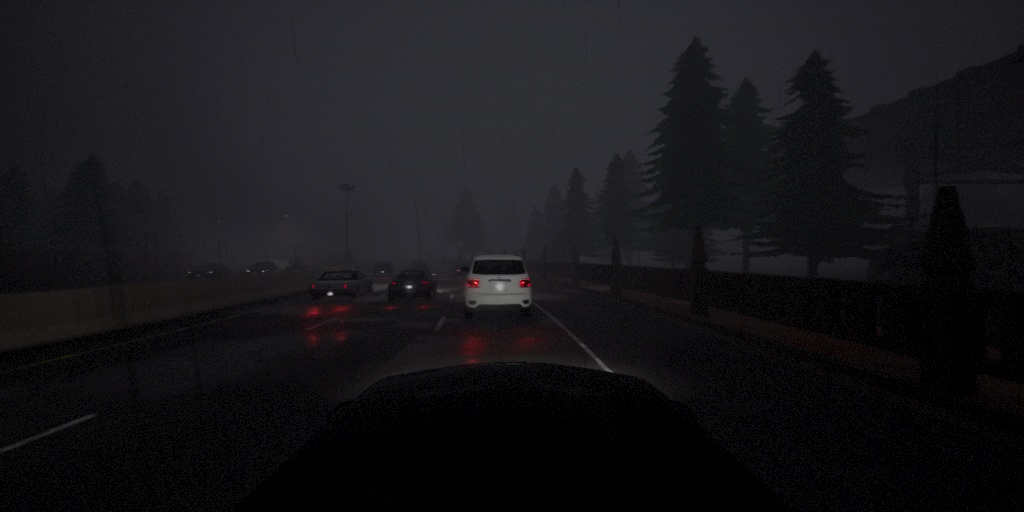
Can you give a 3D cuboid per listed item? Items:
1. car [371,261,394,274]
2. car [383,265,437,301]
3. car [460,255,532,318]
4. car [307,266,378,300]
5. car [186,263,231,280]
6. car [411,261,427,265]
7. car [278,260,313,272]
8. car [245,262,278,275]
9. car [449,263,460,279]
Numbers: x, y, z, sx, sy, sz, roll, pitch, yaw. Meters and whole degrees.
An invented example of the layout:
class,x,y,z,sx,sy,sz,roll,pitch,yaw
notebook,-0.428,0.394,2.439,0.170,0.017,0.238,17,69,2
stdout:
class,x,y,z,sx,sy,sz,roll,pitch,yaw
car,-13.281,1.283,36.834,1.837,1.490,4.892,0,0,-20
car,-4.775,1.325,17.623,1.994,1.385,4.181,0,0,-9
car,-0.648,0.974,13.251,2.150,2.045,5.566,0,0,-6
car,-8.320,1.367,17.915,1.895,1.301,4.718,0,0,-9
car,-26.418,1.325,31.495,1.812,1.442,4.674,0,0,-20
car,-9.563,1.263,36.814,2.128,1.511,4.902,0,0,-19
car,-19.514,1.352,32.892,1.994,1.385,4.181,0,0,-20
car,-23.672,1.301,34.156,1.837,1.490,4.892,0,0,-21
car,-4.756,1.311,33.545,2.033,1.411,5.357,0,0,-17
